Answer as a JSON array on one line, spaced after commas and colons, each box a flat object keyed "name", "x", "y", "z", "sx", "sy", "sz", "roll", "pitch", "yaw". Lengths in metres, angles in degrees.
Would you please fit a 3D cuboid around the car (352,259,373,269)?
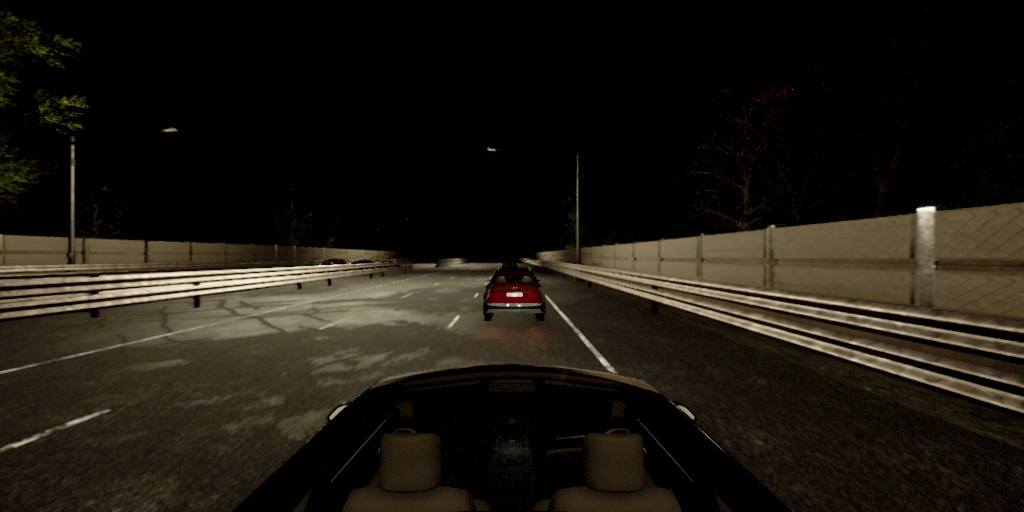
[{"name": "car", "x": -21.608, "y": 1.248, "z": 52.088, "sx": 1.882, "sy": 1.535, "sz": 5.008, "roll": 0, "pitch": 0, "yaw": -1}]

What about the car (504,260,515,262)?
[{"name": "car", "x": -0.290, "y": 1.272, "z": 43.245, "sx": 1.837, "sy": 1.490, "sz": 4.892, "roll": 0, "pitch": 0, "yaw": -1}]

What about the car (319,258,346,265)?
[{"name": "car", "x": -25.075, "y": 1.121, "z": 50.211, "sx": 2.097, "sy": 1.767, "sz": 4.553, "roll": 0, "pitch": 0, "yaw": -1}]

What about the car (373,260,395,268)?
[{"name": "car", "x": -18.112, "y": 1.296, "z": 52.254, "sx": 1.812, "sy": 1.442, "sz": 4.674, "roll": 0, "pitch": 0, "yaw": -1}]

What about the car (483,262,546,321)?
[{"name": "car", "x": 0.064, "y": 1.184, "z": 12.586, "sx": 2.033, "sy": 1.649, "sz": 4.856, "roll": 0, "pitch": 0, "yaw": 0}]
